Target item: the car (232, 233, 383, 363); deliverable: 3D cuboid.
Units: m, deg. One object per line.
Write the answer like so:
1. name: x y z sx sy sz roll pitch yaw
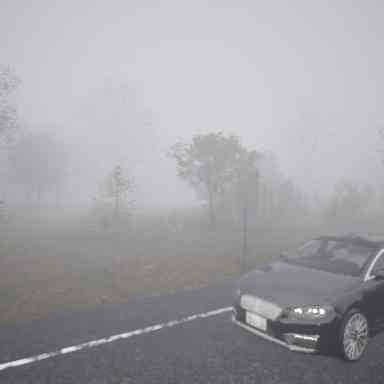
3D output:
1. car: 2.887 1.558 6.047 4.902 1.511 2.128 1 -1 -35
